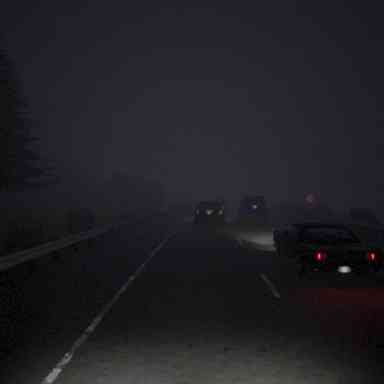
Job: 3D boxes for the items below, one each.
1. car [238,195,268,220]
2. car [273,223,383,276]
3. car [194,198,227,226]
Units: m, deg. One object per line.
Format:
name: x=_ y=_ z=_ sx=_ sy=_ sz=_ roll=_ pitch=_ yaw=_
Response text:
car: x=5.303 y=1.307 z=29.139 sx=2.150 sy=2.045 sz=5.566 roll=0 pitch=0 yaw=6
car: x=3.883 y=1.633 z=10.469 sx=1.895 sy=1.301 sz=4.718 roll=0 pitch=0 yaw=2
car: x=1.319 y=1.419 z=24.219 sx=2.097 sy=1.767 sz=4.553 roll=0 pitch=0 yaw=5
